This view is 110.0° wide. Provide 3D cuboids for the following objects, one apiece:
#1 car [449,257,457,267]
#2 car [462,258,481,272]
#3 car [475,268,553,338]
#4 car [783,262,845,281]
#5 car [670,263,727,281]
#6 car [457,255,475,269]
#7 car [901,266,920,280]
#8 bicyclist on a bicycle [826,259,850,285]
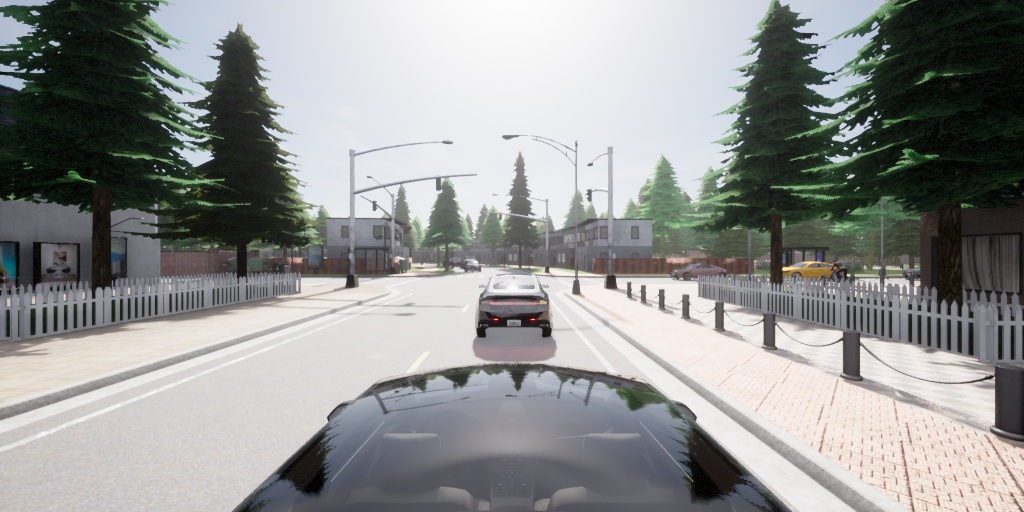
[{"bbox_3d":[-9.919,1.067,64.064,2.097,1.767,4.553,0,0,-24],"label":"car"},{"bbox_3d":[-4.940,1.279,45.332,1.994,1.385,4.181,0,0,-7],"label":"car"},{"bbox_3d":[0.057,1.242,10.213,2.128,1.511,4.902,0,0,0],"label":"car"},{"bbox_3d":[24.177,1.212,29.261,5.008,1.535,1.882,0,0,2],"label":"car"},{"bbox_3d":[15.297,1.299,29.516,4.181,1.385,1.994,0,0,2],"label":"car"},{"bbox_3d":[-6.543,0.937,54.496,2.150,2.045,5.566,0,0,-15],"label":"car"},{"bbox_3d":[34.549,1.239,28.939,4.892,1.490,1.837,0,0,2],"label":"car"},{"bbox_3d":[19.887,1.035,21.898,0.582,1.620,1.656,0,0,2],"label":"bicyclist on a bicycle"}]
